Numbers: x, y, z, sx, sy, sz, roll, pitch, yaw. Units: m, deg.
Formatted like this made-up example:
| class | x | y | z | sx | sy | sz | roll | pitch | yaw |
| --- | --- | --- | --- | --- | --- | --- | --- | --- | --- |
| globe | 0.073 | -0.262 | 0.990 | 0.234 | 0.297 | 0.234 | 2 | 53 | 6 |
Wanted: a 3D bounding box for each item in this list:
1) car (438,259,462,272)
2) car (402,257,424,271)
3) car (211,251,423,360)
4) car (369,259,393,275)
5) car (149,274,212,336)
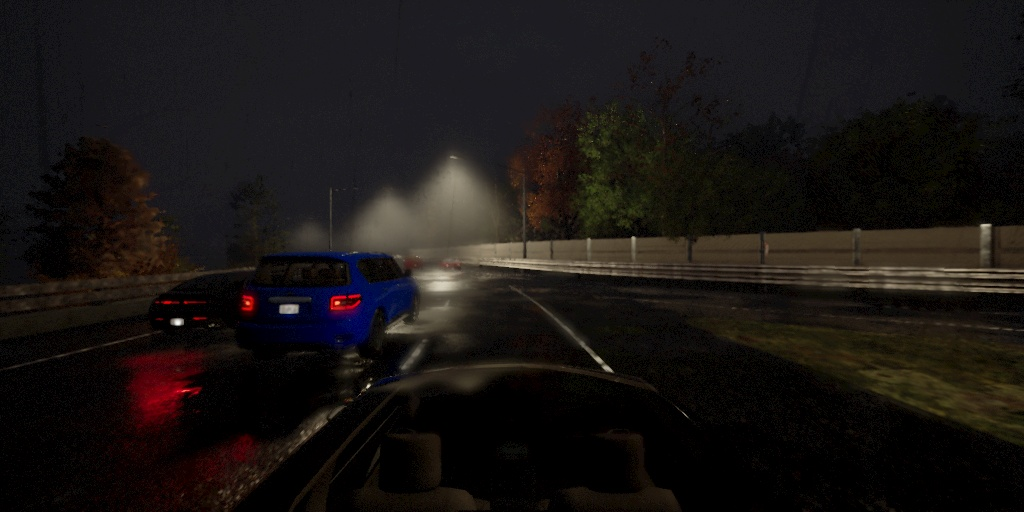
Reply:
| class | x | y | z | sx | sy | sz | roll | pitch | yaw |
| --- | --- | --- | --- | --- | --- | --- | --- | --- | --- |
| car | -6.920 | 0.993 | 39.510 | 1.895 | 1.301 | 4.718 | 0 | 1 | -20 |
| car | -11.732 | 0.859 | 42.214 | 1.882 | 1.535 | 5.008 | 0 | 1 | -22 |
| car | -3.715 | 0.916 | 8.421 | 2.150 | 2.045 | 5.566 | 0 | 1 | -3 |
| car | -12.834 | 1.002 | 35.329 | 2.033 | 1.411 | 5.357 | 0 | 1 | -18 |
| car | -7.522 | 1.192 | 10.283 | 1.837 | 1.490 | 4.892 | 0 | 0 | -5 |
